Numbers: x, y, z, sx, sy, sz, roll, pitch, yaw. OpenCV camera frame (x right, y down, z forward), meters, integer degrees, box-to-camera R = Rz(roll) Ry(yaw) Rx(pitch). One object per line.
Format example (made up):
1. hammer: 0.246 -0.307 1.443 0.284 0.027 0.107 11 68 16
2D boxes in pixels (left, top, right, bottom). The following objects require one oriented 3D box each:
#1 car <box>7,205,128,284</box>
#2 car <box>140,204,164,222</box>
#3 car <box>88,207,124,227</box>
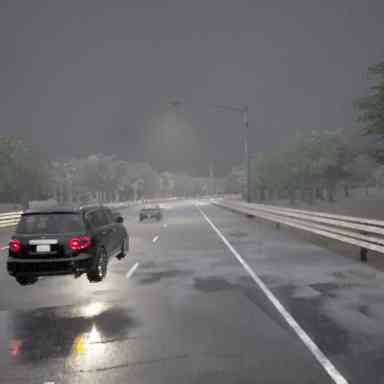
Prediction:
1. car: -3.507 1.427 10.465 2.150 2.045 5.566 -2 0 -1
2. car: -3.755 1.894 31.300 2.128 1.511 4.902 -2 0 -1
3. car: -7.215 2.044 28.332 1.994 1.385 4.181 -2 0 -1
